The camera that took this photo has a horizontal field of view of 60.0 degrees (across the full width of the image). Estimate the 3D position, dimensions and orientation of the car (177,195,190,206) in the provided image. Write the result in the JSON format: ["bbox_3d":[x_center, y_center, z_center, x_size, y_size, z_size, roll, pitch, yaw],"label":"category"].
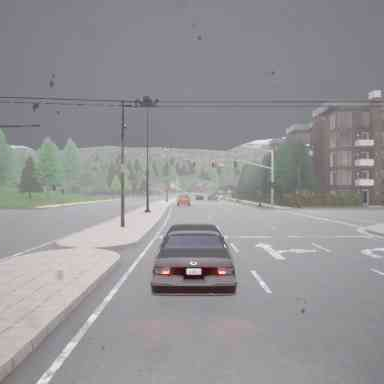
[{"bbox_3d":[-1.359,1.351,54.532,2.097,1.767,4.553,0,0,-1],"label":"car"}]

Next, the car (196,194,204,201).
[{"bbox_3d":[1.977,1.476,85.396,1.882,1.535,5.008,0,0,0],"label":"car"}]

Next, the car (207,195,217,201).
[{"bbox_3d":[5.477,1.538,85.403,2.033,1.411,5.357,0,0,0],"label":"car"}]

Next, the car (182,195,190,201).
[{"bbox_3d":[-1.523,1.522,85.357,1.812,1.442,4.674,0,0,0],"label":"car"}]

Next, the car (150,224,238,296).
[{"bbox_3d":[0.042,1.547,8.787,2.033,1.411,5.357,0,0,0],"label":"car"}]
